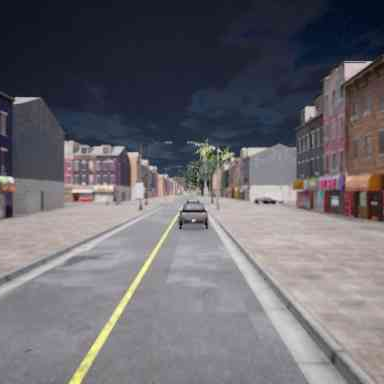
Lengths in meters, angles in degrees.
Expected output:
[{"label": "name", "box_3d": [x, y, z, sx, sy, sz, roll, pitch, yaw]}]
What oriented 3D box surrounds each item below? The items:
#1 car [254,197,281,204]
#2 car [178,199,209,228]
[{"label": "car", "box_3d": [12.338, 1.455, 54.581, 4.313, 1.339, 1.947, 0, 0, 0]}, {"label": "car", "box_3d": [0.094, 1.460, 21.790, 2.128, 1.511, 4.902, 0, 0, 0]}]
